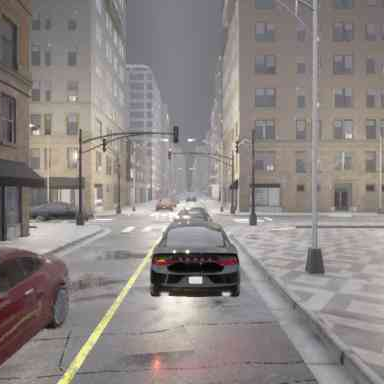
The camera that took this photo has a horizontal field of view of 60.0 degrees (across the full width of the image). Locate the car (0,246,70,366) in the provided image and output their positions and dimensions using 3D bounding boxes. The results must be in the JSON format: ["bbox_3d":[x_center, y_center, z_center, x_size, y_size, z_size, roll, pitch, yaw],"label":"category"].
[{"bbox_3d":[-3.080,1.525,4.255,1.812,1.442,4.674,0,0,0],"label":"car"}]

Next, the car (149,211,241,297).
[{"bbox_3d":[0.059,1.477,8.618,1.882,1.535,5.008,0,0,0],"label":"car"}]

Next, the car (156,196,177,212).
[{"bbox_3d":[-3.172,1.473,39.796,1.882,1.535,5.008,0,0,-1],"label":"car"}]

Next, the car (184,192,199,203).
[{"bbox_3d":[-0.142,1.347,70.285,2.097,1.767,4.553,0,0,0],"label":"car"}]

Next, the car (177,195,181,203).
[{"bbox_3d":[-3.159,1.542,49.527,2.033,1.411,5.357,0,0,0],"label":"car"}]

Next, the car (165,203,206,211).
[{"bbox_3d":[0.073,1.546,18.428,2.033,1.411,5.357,0,0,5],"label":"car"}]

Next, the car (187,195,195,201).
[{"bbox_3d":[-0.163,1.447,80.338,1.837,1.490,4.892,0,0,0],"label":"car"}]

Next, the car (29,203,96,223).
[{"bbox_3d":[-9.608,1.523,24.781,4.674,1.442,1.812,0,0,-5],"label":"car"}]

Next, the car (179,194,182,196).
[{"bbox_3d":[-3.180,1.499,59.702,1.837,1.490,4.892,0,0,0],"label":"car"}]
